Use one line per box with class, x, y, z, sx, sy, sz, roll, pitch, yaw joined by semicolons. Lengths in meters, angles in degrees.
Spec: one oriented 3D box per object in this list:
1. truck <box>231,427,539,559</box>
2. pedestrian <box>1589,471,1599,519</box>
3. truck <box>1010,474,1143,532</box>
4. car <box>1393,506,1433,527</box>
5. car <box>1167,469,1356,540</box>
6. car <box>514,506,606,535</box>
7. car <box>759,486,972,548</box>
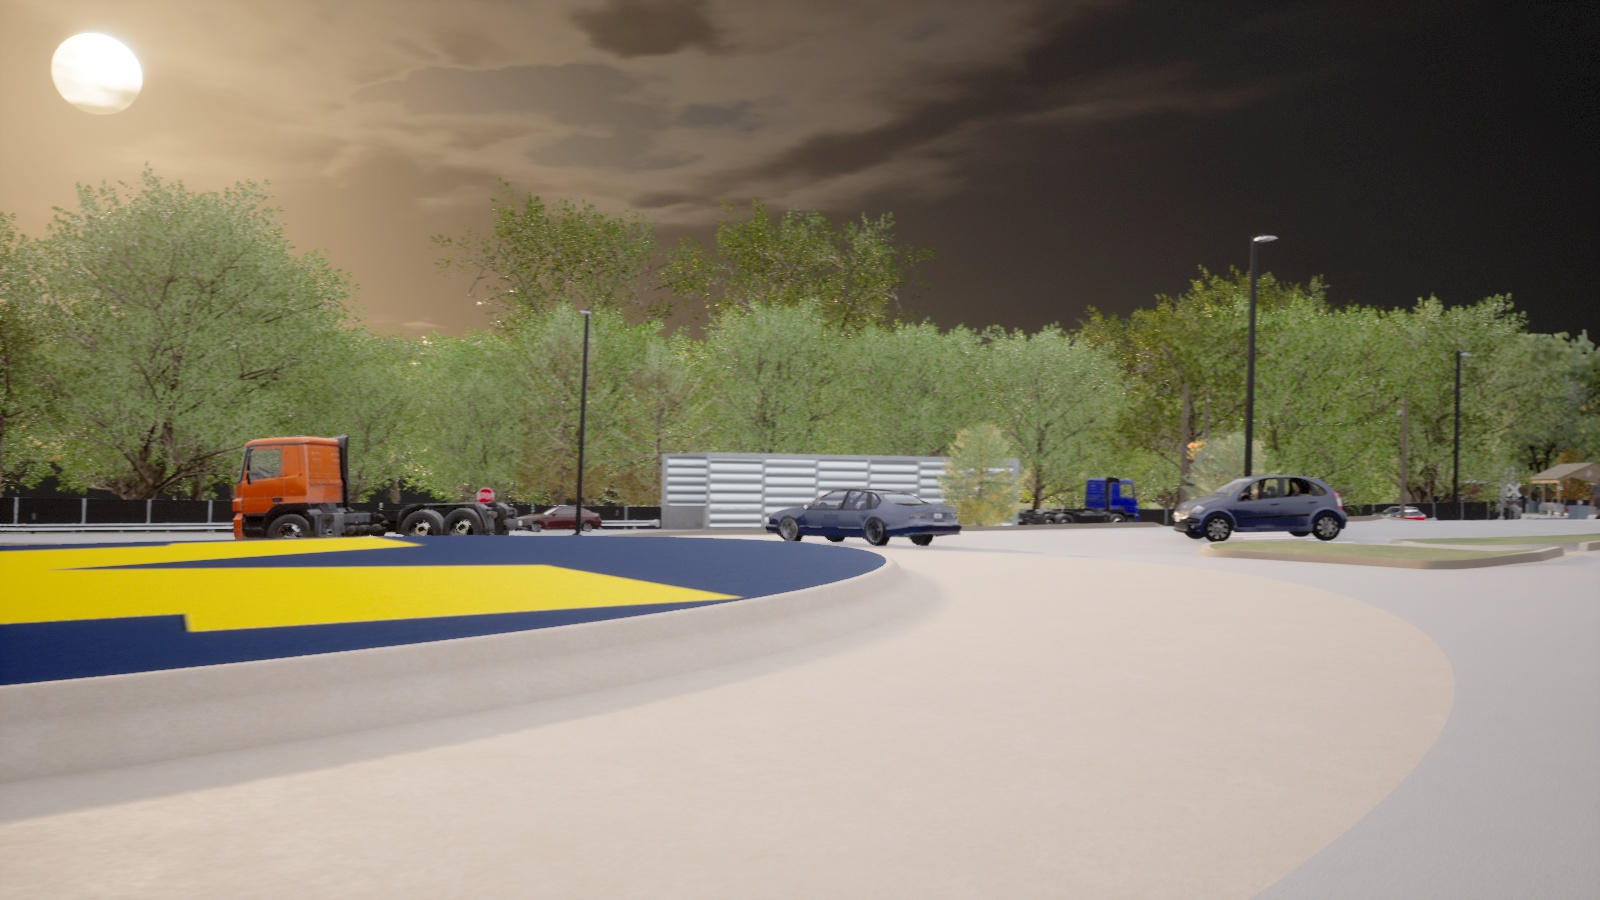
truck;-11.955;1.253;36.590;7.936;3.462;2.891;-2;-2;4
pedestrian;32.811;1.837;51.267;0.873;1.952;0.659;3;-2;-29
truck;17.376;3.311;78.901;7.936;3.462;2.891;1;-1;-23
car;43.551;4.725;89.258;2.207;1.376;1.481;0;-1;-23
car;11.445;1.340;31.300;3.988;1.617;1.851;-1;0;-2
car;-13.252;3.883;69.526;4.674;1.442;1.812;1;-1;-26
car;1.518;1.644;31.173;2.033;1.411;5.357;3;-4;-43
